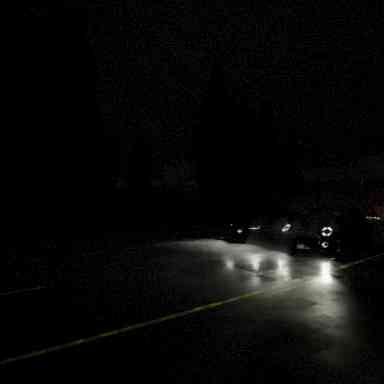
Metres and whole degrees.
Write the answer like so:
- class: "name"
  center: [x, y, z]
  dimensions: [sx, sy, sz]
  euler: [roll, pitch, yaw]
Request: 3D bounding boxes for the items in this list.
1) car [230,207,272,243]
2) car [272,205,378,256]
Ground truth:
- class: "car"
  center: [3.890, 1.548, 16.632]
  dimensions: [4.892, 1.490, 1.837]
  euler: [1, 0, -44]
- class: "car"
  center: [5.522, 1.389, 13.417]
  dimensions: [4.553, 1.767, 2.097]
  euler: [1, -1, -43]
